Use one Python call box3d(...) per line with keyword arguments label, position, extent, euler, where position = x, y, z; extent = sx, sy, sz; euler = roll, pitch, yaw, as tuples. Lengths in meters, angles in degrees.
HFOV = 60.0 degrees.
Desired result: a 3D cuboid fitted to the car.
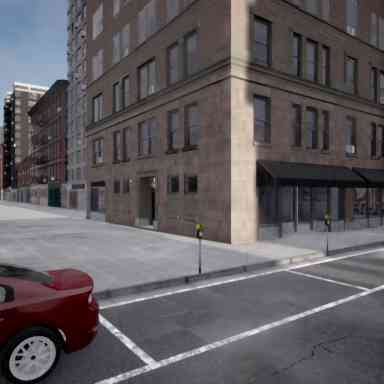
box3d(label="car", position=(-3.373, 1.545, 3.782), extent=(4.507, 1.381, 1.887), euler=(0, 0, -36))
